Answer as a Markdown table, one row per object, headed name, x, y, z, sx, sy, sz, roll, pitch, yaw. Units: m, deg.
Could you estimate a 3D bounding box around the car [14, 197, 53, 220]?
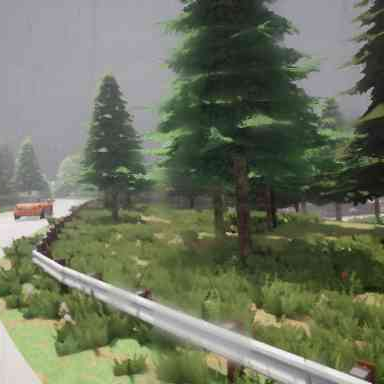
| name | x | y | z | sx | sy | sz | roll | pitch | yaw |
| --- | --- | --- | --- | --- | --- | --- | --- | --- | --- |
| car | -12.539 | 1.158 | 26.537 | 2.097 | 1.767 | 4.553 | -3 | 1 | -13 |
